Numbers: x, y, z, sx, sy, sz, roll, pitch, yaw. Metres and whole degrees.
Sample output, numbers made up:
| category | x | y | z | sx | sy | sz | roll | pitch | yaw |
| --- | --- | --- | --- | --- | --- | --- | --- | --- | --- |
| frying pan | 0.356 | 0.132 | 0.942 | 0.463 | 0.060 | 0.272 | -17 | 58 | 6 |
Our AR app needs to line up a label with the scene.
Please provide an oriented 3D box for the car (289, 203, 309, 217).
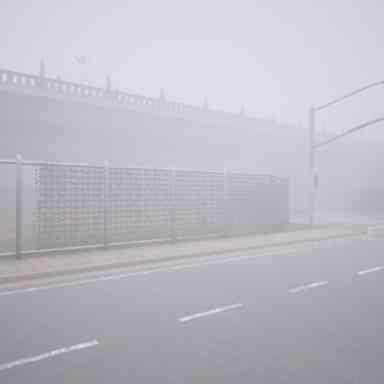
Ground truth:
| category | x | y | z | sx | sy | sz | roll | pitch | yaw |
| --- | --- | --- | --- | --- | --- | --- | --- | --- | --- |
| car | 10.136 | 1.806 | 34.397 | 1.895 | 1.301 | 4.718 | 0 | 0 | -36 |

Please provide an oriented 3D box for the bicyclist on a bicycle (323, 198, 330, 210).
| category | x | y | z | sx | sy | sz | roll | pitch | yaw |
| --- | --- | --- | --- | --- | --- | --- | --- | --- | --- |
| bicyclist on a bicycle | 17.429 | 1.564 | 43.078 | 1.656 | 1.620 | 0.582 | 0 | 0 | -36 |
